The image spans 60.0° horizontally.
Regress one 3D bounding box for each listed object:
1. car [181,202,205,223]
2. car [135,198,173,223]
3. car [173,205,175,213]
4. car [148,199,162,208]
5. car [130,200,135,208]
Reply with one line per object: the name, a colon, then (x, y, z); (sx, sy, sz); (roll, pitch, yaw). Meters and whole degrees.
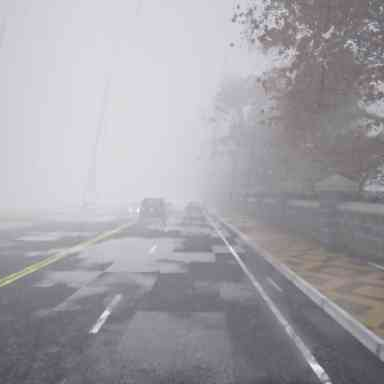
car: (0.110, 1.806, 27.757); (2.033, 1.411, 5.357); (0, -1, 0)
car: (-3.132, 1.483, 28.323); (2.150, 2.045, 5.566); (0, 0, 0)
car: (-3.123, 1.931, 41.070); (2.033, 1.411, 5.357); (0, -1, 0)
car: (-6.488, 2.030, 58.833); (1.882, 1.535, 5.008); (0, -1, 1)
car: (-9.733, 2.151, 58.811); (1.895, 1.301, 4.718); (0, -1, 1)
